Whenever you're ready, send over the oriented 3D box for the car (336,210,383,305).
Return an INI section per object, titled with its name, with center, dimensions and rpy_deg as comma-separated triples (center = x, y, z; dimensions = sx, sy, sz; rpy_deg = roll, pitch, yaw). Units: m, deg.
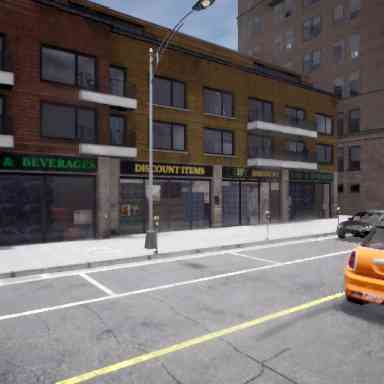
[car]
center = 5.167, 1.351, 6.846
dimensions = 4.553, 1.767, 2.097
rpy_deg = 0, 0, -35
